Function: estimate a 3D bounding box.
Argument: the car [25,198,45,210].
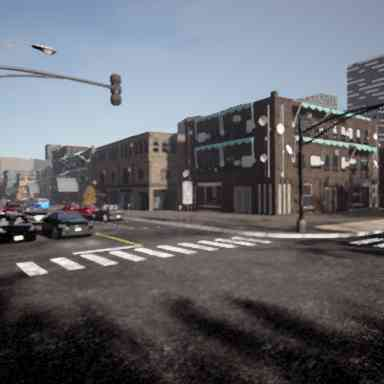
[{"bbox_3d":[-26.591,1.934,56.155,2.192,1.841,5.009,-2,0,-35],"label":"car"}]

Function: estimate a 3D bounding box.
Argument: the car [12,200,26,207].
[{"bbox_3d":[-36.220,2.359,69.680,1.947,1.339,4.313,-2,0,-35],"label":"car"}]

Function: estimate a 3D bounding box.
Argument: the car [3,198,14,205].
[{"bbox_3d":[-45.858,2.404,83.203,1.967,1.590,4.097,-1,0,-35],"label":"car"}]

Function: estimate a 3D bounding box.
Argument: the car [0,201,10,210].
[{"bbox_3d":[-17.353,1.848,28.751,1.967,1.590,4.097,-2,0,-35],"label":"car"}]

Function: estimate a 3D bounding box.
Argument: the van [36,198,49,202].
[{"bbox_3d":[-23.378,1.901,51.647,1.690,1.788,3.998,-2,0,-35],"label":"van"}]

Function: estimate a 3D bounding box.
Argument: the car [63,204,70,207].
[{"bbox_3d":[-13.736,1.960,38.123,1.802,1.307,4.206,-2,0,-35],"label":"car"}]

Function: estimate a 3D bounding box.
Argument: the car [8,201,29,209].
[{"bbox_3d":[-18.788,1.974,35.268,1.812,1.442,4.674,-1,0,-35],"label":"car"}]

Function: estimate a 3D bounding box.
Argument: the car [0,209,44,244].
[{"bbox_3d":[-9.397,1.815,17.379,1.947,1.339,4.313,-2,0,-35],"label":"car"}]

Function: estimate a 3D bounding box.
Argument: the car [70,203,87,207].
[{"bbox_3d":[-10.526,1.897,33.616,1.802,1.307,4.206,-2,0,-35],"label":"car"}]

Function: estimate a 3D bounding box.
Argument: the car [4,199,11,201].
[{"bbox_3d":[-31.358,2.201,58.395,1.837,1.490,4.892,-1,0,-35],"label":"car"}]

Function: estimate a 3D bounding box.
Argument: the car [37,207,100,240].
[{"bbox_3d":[-7.058,1.781,18.764,1.994,1.385,4.181,-1,0,-37],"label":"car"}]

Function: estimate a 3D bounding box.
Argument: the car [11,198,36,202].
[{"bbox_3d":[-25.309,1.937,49.892,2.097,1.767,4.553,-1,0,-35],"label":"car"}]

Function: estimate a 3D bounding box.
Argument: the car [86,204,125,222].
[{"bbox_3d":[-7.314,1.803,29.108,2.008,1.369,4.403,-2,0,-35],"label":"car"}]

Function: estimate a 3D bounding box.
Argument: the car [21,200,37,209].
[{"bbox_3d":[-29.797,2.222,60.663,1.887,1.381,4.507,-2,0,-35],"label":"car"}]

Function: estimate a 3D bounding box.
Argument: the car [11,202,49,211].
[{"bbox_3d":[-12.855,1.823,26.924,2.128,1.511,4.902,-1,0,-35],"label":"car"}]
